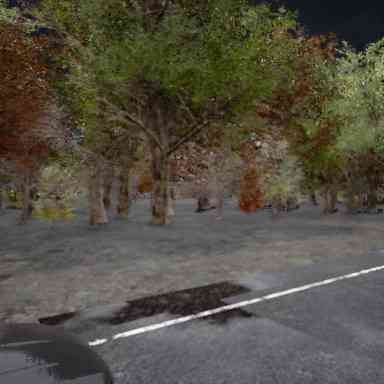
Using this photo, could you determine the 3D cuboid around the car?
[{"bbox_3d":[-2.823,1.498,1.733,4.892,1.490,1.837,0,0,-35],"label":"car"}]
